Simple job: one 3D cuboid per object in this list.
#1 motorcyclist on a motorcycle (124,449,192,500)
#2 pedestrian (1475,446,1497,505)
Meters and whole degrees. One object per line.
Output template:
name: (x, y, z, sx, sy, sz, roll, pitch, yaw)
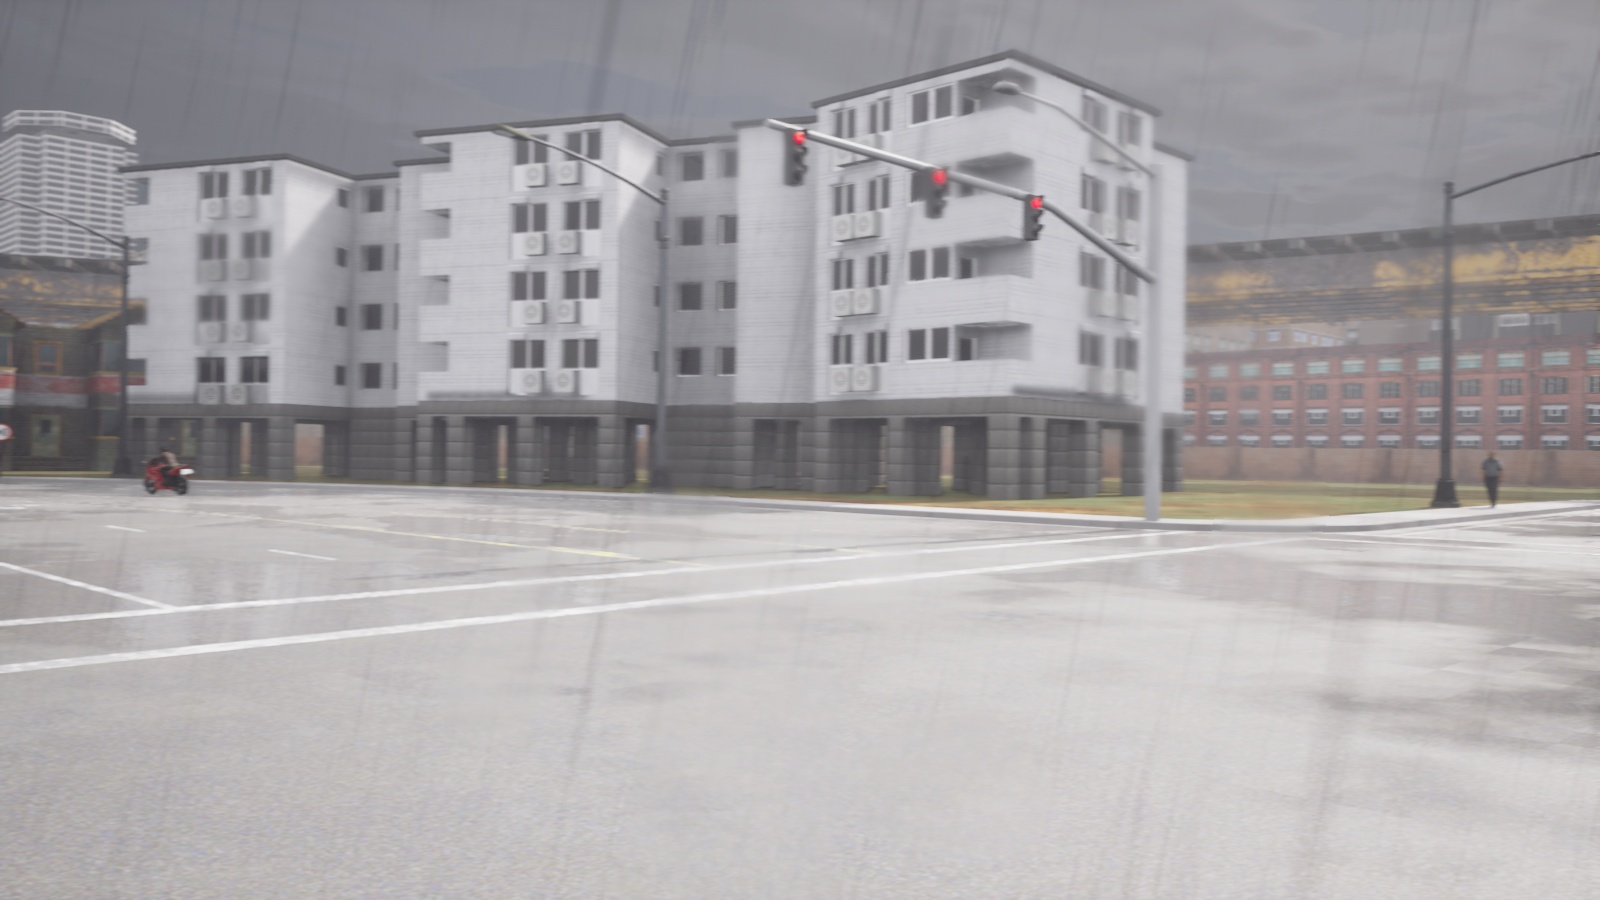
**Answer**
motorcyclist on a motorcycle: (-19.680, 0.736, 38.486, 2.044, 1.523, 0.797, 0, 0, 27)
pedestrian: (21.456, 0.792, 39.280, 0.540, 1.848, 0.694, 0, 0, 35)
